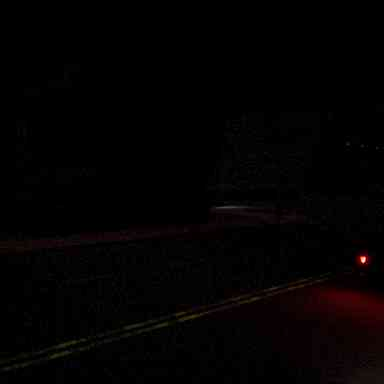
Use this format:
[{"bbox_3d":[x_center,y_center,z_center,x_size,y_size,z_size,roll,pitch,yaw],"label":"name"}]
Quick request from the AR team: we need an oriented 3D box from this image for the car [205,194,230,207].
[{"bbox_3d":[2.872,1.102,43.504,1.837,1.490,4.892,-1,1,-36],"label":"car"}]

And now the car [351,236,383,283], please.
[{"bbox_3d":[5.927,1.464,7.988,4.718,1.301,1.895,-1,1,-35],"label":"car"}]
